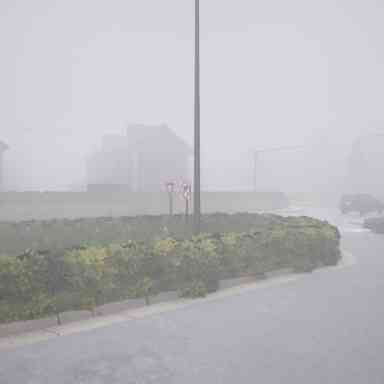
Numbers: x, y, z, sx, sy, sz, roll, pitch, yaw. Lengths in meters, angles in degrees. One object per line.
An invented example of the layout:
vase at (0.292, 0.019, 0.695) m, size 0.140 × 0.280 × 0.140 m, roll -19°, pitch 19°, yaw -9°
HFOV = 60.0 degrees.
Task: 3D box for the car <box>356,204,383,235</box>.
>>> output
car at (11.239, 1.547, 16.412) m, size 2.033 × 1.411 × 5.357 m, roll 0°, pitch 0°, yaw -24°

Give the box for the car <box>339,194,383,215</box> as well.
car at (16.701, 1.221, 32.632) m, size 5.566 × 2.045 × 2.150 m, roll 0°, pitch 0°, yaw -36°
